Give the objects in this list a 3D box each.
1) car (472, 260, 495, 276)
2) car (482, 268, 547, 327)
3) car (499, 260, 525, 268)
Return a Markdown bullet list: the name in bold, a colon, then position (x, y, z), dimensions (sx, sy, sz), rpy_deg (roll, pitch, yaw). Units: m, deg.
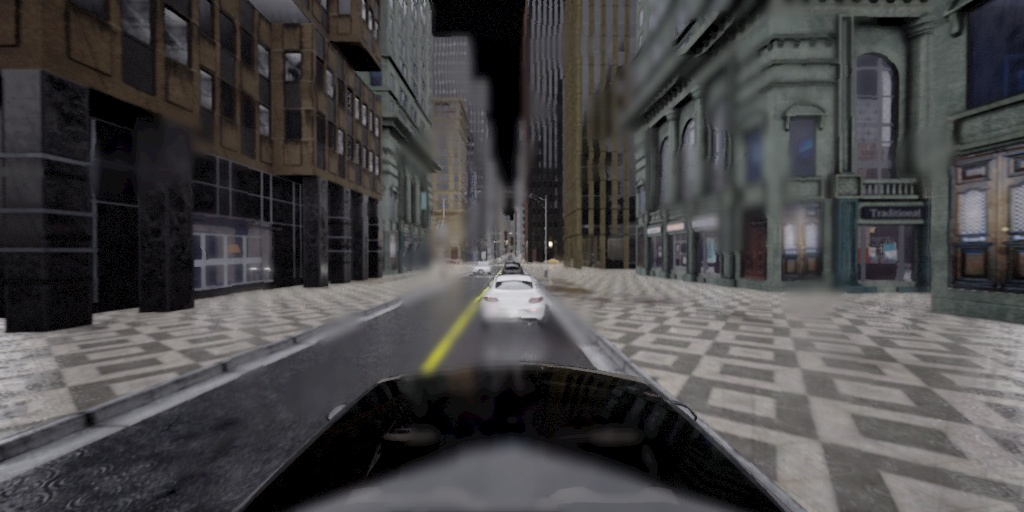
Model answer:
- **car**: position (-3.165, 1.364, 38.876), dimensions (1.812, 1.442, 4.674), rpy_deg (0, 0, 0)
- **car**: position (0.068, 1.297, 11.535), dimensions (1.812, 1.442, 4.674), rpy_deg (0, 0, 0)
- **car**: position (0.038, 1.324, 31.810), dimensions (1.837, 1.490, 4.892), rpy_deg (0, 0, 0)
